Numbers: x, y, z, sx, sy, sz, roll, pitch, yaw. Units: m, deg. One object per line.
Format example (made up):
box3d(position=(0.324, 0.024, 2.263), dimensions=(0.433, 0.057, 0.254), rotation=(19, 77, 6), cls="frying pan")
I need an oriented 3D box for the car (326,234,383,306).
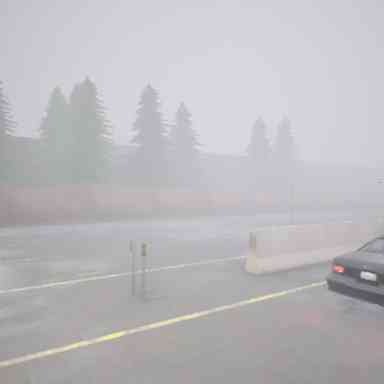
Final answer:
box3d(position=(5.245, 1.560, 7.365), dimensions=(5.357, 1.411, 2.033), rotation=(0, 0, -34), cls="car")
